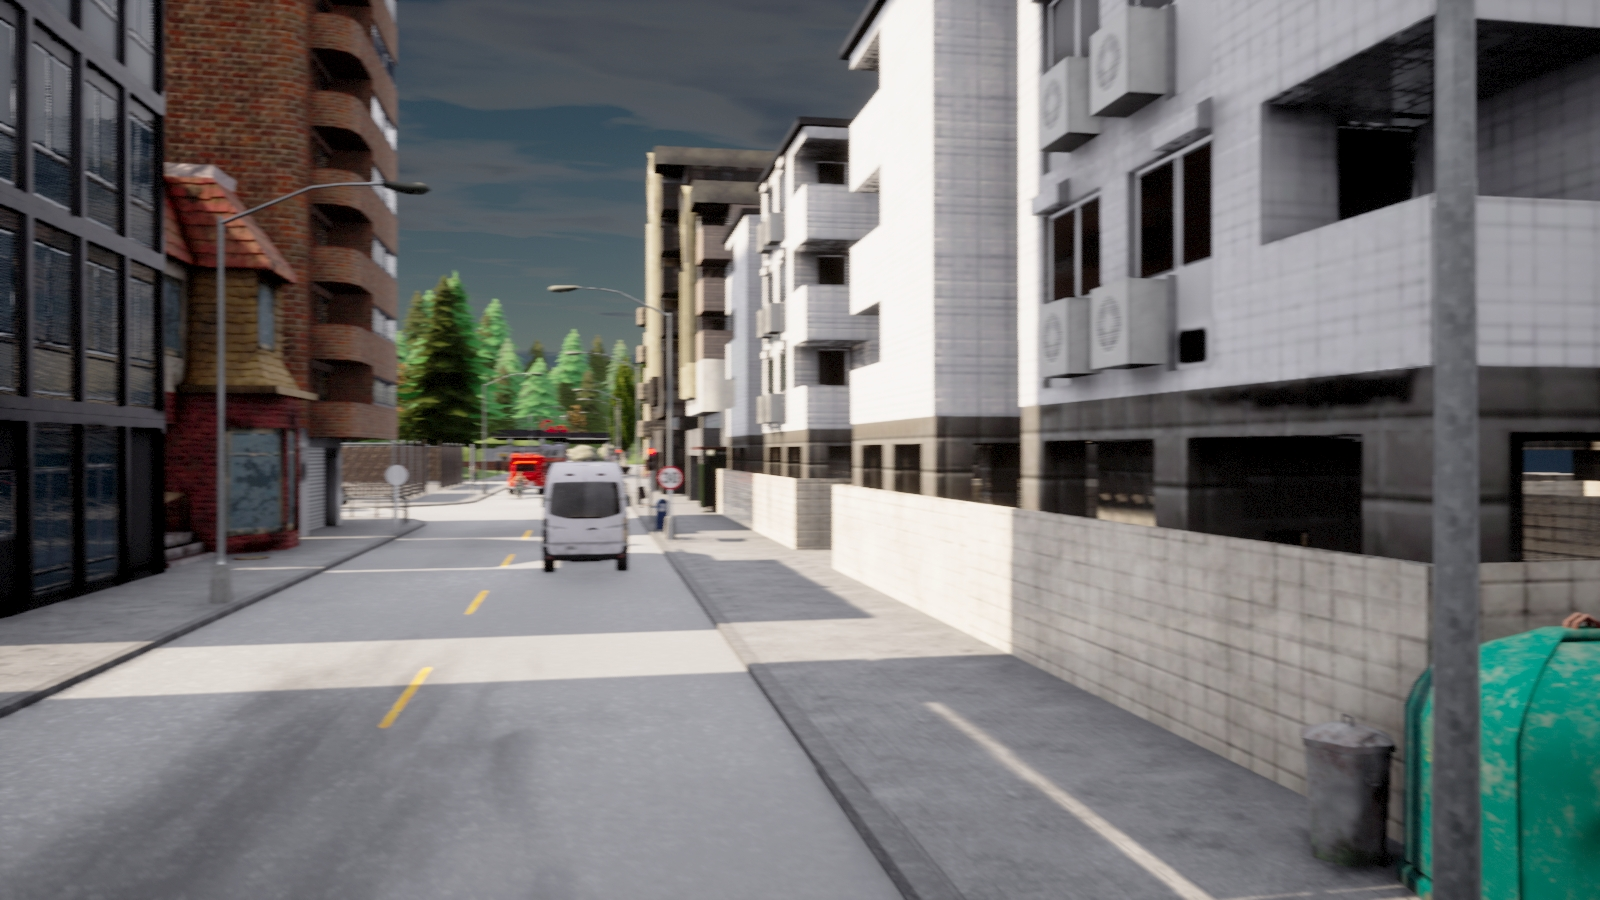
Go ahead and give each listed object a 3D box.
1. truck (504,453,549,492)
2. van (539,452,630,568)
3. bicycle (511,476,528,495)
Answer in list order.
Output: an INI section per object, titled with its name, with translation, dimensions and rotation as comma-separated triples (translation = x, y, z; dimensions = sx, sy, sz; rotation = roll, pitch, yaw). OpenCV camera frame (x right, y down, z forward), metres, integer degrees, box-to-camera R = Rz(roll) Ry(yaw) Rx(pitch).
[truck]
translation = -17.944, 1.419, 75.188
dimensions = 2.627, 2.467, 5.204
rotation = 0, 0, -10
[van]
translation = -5.320, 1.340, 28.374
dimensions = 1.988, 2.561, 5.915
rotation = 0, 0, -10
[bicycle]
translation = -16.529, 2.102, 67.375
dimensions = 0.859, 1.080, 1.487
rotation = 0, 0, -10
